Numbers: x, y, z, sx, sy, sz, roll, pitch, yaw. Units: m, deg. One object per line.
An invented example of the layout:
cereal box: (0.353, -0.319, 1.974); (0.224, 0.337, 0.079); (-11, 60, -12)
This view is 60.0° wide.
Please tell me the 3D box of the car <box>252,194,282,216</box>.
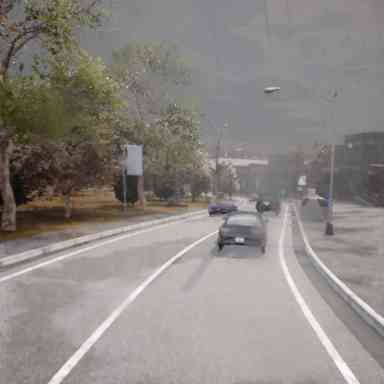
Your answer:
car: (7.640, 1.233, 33.133); (2.150, 2.045, 5.566); (2, 0, 16)

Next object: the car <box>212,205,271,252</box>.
car: (2.236, 1.531, 14.008); (1.812, 1.442, 4.674); (2, 0, 14)

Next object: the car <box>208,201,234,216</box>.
car: (2.834, 1.487, 29.934); (1.895, 1.301, 4.718); (2, 1, 16)

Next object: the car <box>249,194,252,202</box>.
car: (13.056, 1.224, 69.906); (2.097, 1.767, 4.553); (1, 0, 8)
